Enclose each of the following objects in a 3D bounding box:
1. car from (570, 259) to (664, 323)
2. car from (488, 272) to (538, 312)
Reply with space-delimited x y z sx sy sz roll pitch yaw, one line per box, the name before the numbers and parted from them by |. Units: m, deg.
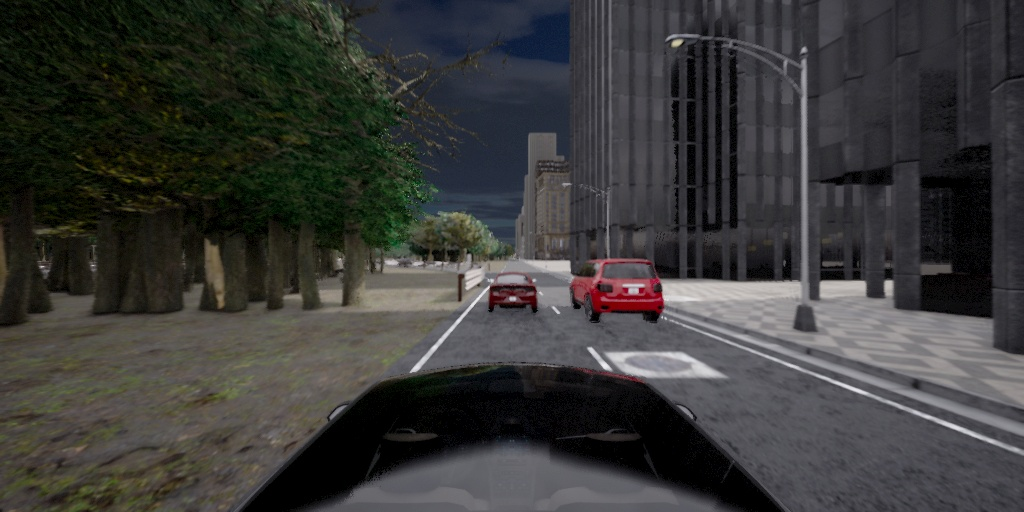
car | 3.528 1.121 13.010 2.150 2.045 5.566 0 0 0
car | 0.052 1.406 15.333 1.882 1.535 5.008 0 0 1
